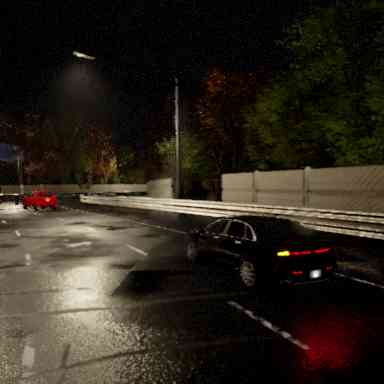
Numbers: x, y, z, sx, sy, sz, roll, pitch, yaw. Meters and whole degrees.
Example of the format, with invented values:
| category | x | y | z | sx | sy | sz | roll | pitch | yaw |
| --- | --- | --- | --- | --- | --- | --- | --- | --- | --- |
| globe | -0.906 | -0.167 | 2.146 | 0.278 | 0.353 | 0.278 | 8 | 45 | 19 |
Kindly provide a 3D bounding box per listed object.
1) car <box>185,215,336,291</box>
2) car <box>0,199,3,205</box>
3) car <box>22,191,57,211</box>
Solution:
| category | x | y | z | sx | sy | sz | roll | pitch | yaw |
| --- | --- | --- | --- | --- | --- | --- | --- | --- | --- |
| car | 1.425 | 1.363 | 8.817 | 1.837 | 1.490 | 4.892 | -1 | 1 | -25 |
| car | -28.857 | 1.262 | 47.458 | 4.718 | 1.301 | 1.895 | 0 | 1 | 39 |
| car | -16.271 | 0.926 | 35.382 | 2.150 | 2.045 | 5.566 | -1 | 1 | -42 |
